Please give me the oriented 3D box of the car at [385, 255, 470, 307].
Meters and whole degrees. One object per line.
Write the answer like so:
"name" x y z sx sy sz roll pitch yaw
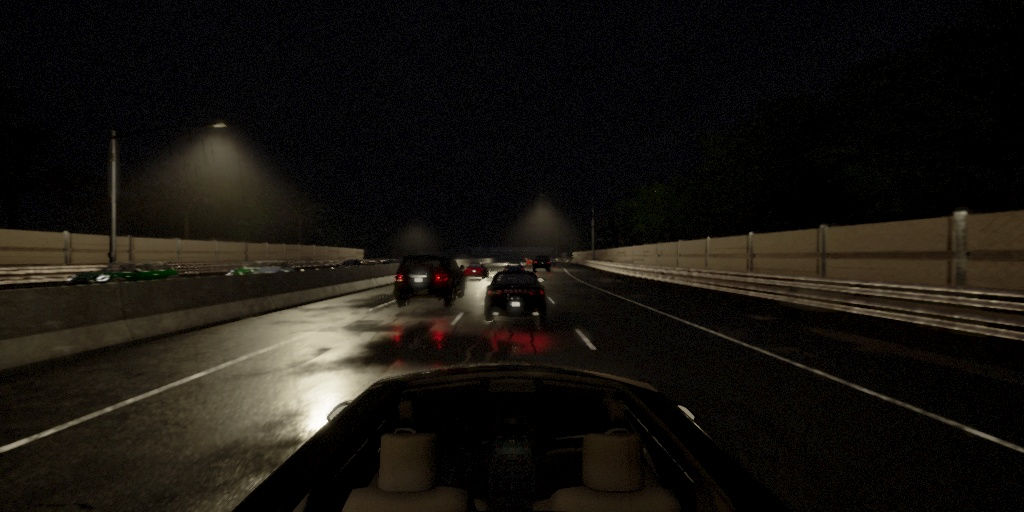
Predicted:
"car" -3.377 0.968 15.651 2.150 2.045 5.566 0 0 0

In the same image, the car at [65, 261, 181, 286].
"car" -21.060 1.095 19.673 2.097 1.767 4.553 0 0 0

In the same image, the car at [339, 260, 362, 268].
"car" -23.582 1.272 52.655 1.812 1.442 4.674 0 0 -2

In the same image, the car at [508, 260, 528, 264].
"car" 0.209 1.309 33.614 1.994 1.385 4.181 0 0 0

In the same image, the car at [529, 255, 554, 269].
"car" 3.704 0.935 45.997 2.150 2.045 5.566 0 0 1

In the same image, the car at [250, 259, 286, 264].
"car" -17.535 1.095 25.262 2.097 1.767 4.553 0 0 0

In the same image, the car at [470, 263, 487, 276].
"car" -3.292 1.308 33.452 1.994 1.385 4.181 0 0 0

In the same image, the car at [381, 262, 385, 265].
"car" -20.652 1.305 61.354 2.033 1.411 5.357 0 0 1

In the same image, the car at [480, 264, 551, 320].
"car" 0.116 1.225 12.691 1.882 1.535 5.008 0 0 0

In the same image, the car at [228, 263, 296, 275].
"car" -14.055 1.308 21.125 1.994 1.385 4.181 0 0 0
